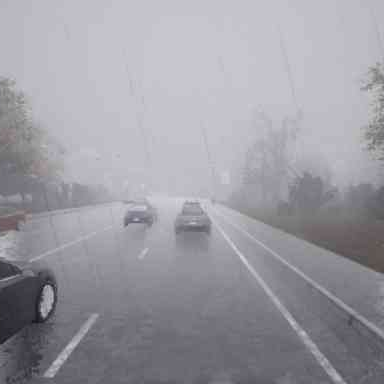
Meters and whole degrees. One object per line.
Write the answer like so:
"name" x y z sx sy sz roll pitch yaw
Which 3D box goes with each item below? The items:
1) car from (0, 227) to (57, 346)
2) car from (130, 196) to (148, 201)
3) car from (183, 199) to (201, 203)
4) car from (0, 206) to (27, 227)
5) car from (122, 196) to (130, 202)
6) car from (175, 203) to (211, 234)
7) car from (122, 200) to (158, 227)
"car" -3.416 1.507 4.280 1.837 1.490 4.892 0 0 0
"car" -7.207 1.516 47.668 1.837 1.490 4.892 0 0 0
"car" 0.004 1.497 36.468 2.128 1.511 4.902 0 0 0
"car" -10.643 1.486 17.485 1.882 1.535 5.008 0 0 0
"car" -10.706 1.492 57.516 1.882 1.535 5.008 0 0 0
"car" 0.053 1.567 19.103 1.994 1.385 4.181 0 0 0
"car" -3.445 1.531 22.889 1.812 1.442 4.674 0 0 0
